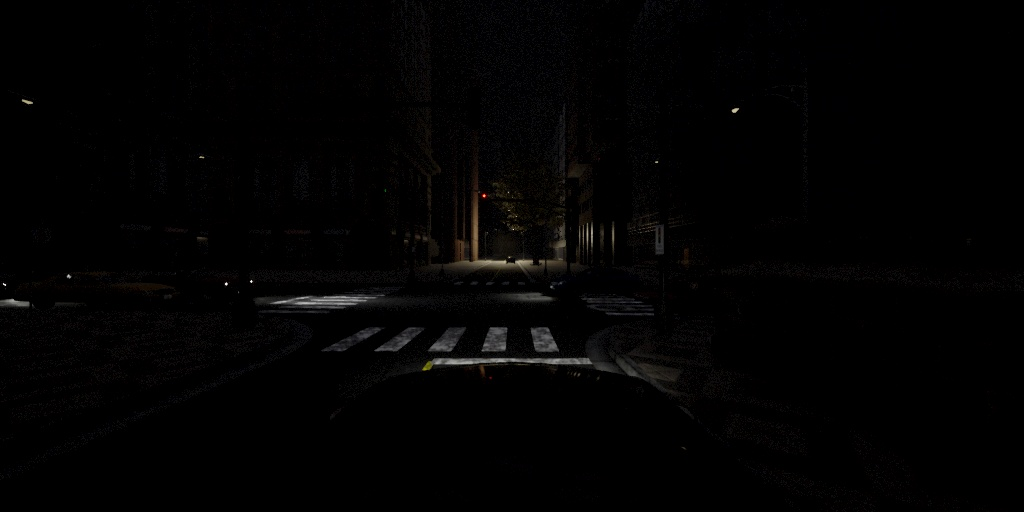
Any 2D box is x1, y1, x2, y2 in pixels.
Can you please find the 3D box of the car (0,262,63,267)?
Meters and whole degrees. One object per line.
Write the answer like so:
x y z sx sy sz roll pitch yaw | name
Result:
-23.858 1.076 15.773 5.357 1.411 2.033 1 0 0 | car

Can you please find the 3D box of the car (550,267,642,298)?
4.250 1.296 18.200 4.674 1.442 1.812 1 0 -11 | car

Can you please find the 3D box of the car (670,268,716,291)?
11.860 1.381 21.551 4.403 1.370 2.007 0 0 0 | car

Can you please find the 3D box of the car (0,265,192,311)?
-14.975 1.146 13.090 4.829 1.417 1.751 0 0 0 | car

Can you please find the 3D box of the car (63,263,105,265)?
-26.375 1.065 21.643 4.313 1.339 1.948 0 0 0 | car

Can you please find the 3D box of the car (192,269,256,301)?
-14.115 1.231 15.748 4.718 1.301 1.895 1 0 0 | car
